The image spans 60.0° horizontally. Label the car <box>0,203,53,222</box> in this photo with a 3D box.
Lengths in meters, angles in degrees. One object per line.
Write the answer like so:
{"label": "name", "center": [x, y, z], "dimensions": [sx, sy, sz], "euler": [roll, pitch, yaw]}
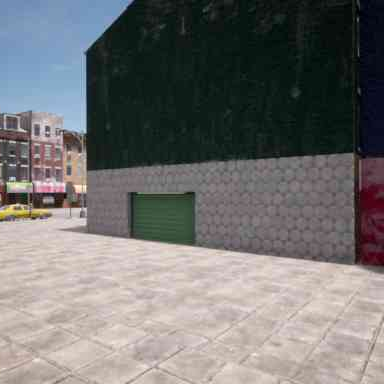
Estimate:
{"label": "car", "center": [-13.532, 1.581, 26.402], "dimensions": [1.752, 1.417, 4.829], "euler": [-1, -1, 36]}
